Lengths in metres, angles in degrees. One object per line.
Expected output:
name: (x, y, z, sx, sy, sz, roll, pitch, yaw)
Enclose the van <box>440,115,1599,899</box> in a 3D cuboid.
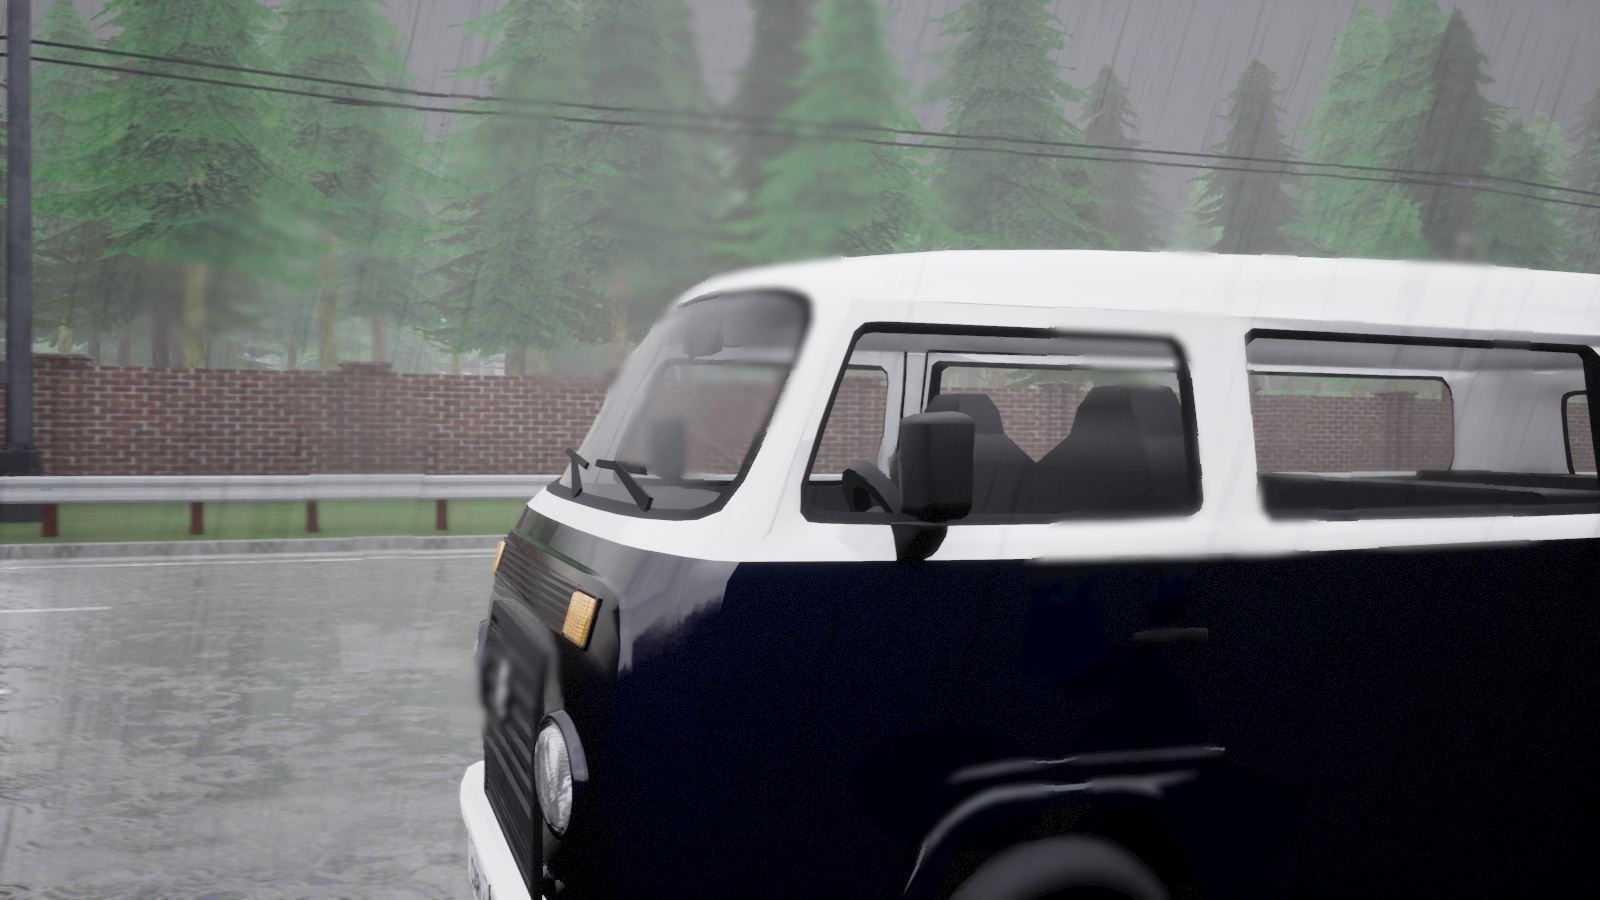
van: (1.352, 0.446, 3.749, 4.480, 2.038, 2.069, -1, 1, -21)
